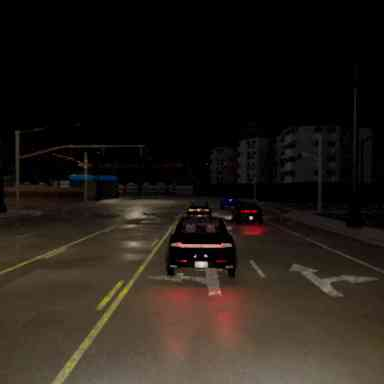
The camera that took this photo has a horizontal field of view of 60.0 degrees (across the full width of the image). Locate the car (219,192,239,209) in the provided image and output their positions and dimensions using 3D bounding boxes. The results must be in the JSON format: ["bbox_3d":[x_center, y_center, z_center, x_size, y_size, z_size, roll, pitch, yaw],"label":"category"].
[{"bbox_3d":[4.545,1.014,40.486,2.150,2.045,5.566,0,1,3],"label":"car"}]

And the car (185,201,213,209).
[{"bbox_3d":[0.532,1.454,25.204,2.128,1.511,4.902,0,0,1],"label":"car"}]

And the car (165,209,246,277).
[{"bbox_3d":[0.266,1.490,10.217,2.128,1.511,4.902,0,0,1],"label":"car"}]

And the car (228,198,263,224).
[{"bbox_3d":[4.025,1.484,24.857,1.837,1.490,4.892,0,0,1],"label":"car"}]
